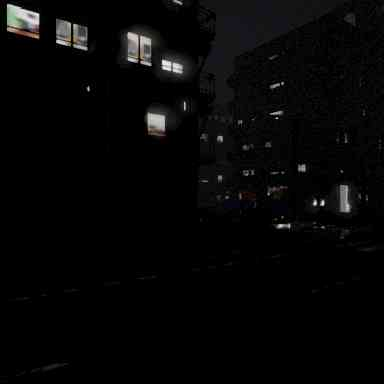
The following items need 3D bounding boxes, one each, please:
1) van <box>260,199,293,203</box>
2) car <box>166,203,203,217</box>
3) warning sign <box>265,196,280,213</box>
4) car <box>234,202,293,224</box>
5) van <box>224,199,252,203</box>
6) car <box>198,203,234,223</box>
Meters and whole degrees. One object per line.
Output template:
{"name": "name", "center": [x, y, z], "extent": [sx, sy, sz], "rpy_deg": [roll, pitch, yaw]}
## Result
{"name": "van", "center": [8.479, 1.602, 33.564], "extent": [1.690, 1.788, 3.998], "rpy_deg": [-1, 0, -36]}
{"name": "car", "center": [-0.870, 1.951, 36.526], "extent": [1.994, 1.385, 4.181], "rpy_deg": [0, -1, -36]}
{"name": "warning sign", "center": [8.967, 1.400, 36.953], "extent": [1.300, 1.860, 1.060], "rpy_deg": [1, 0, -36]}
{"name": "car", "center": [5.844, 1.802, 27.391], "extent": [1.994, 1.385, 4.181], "rpy_deg": [0, -1, -36]}
{"name": "van", "center": [5.160, 1.676, 38.077], "extent": [1.690, 1.788, 3.998], "rpy_deg": [-1, 0, -36]}
{"name": "car", "center": [1.744, 1.874, 28.641], "extent": [1.802, 1.307, 4.206], "rpy_deg": [-1, 0, -36]}
